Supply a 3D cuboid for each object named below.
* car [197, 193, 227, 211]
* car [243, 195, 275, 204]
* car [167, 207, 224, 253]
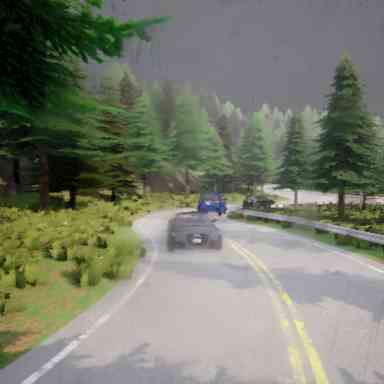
[{"bbox_3d":[1.940,1.107,31.054,2.150,2.045,5.566,1,0,12],"label":"car"},{"bbox_3d":[8.354,1.151,40.957,4.553,1.767,2.097,-1,4,-42],"label":"car"},{"bbox_3d":[0.002,1.524,13.551,1.994,1.385,4.181,-1,0,-5],"label":"car"}]
